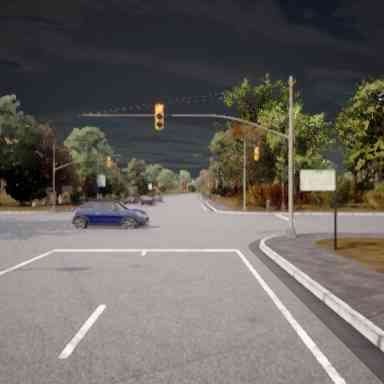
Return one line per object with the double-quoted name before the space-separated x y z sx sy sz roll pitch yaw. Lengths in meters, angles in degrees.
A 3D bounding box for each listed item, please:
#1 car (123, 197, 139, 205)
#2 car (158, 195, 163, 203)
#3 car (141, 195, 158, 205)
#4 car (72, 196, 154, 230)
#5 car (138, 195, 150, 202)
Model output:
"car" -10.629 1.525 58.136 1.994 1.385 4.181 0 0 0
"car" -7.072 1.453 69.195 1.837 1.490 4.892 0 0 0
"car" -7.139 1.441 53.740 1.882 1.535 5.008 0 0 0
"car" -4.983 1.336 20.761 4.553 1.767 2.097 0 0 3
"car" -10.577 1.442 73.576 1.837 1.490 4.892 0 0 0
